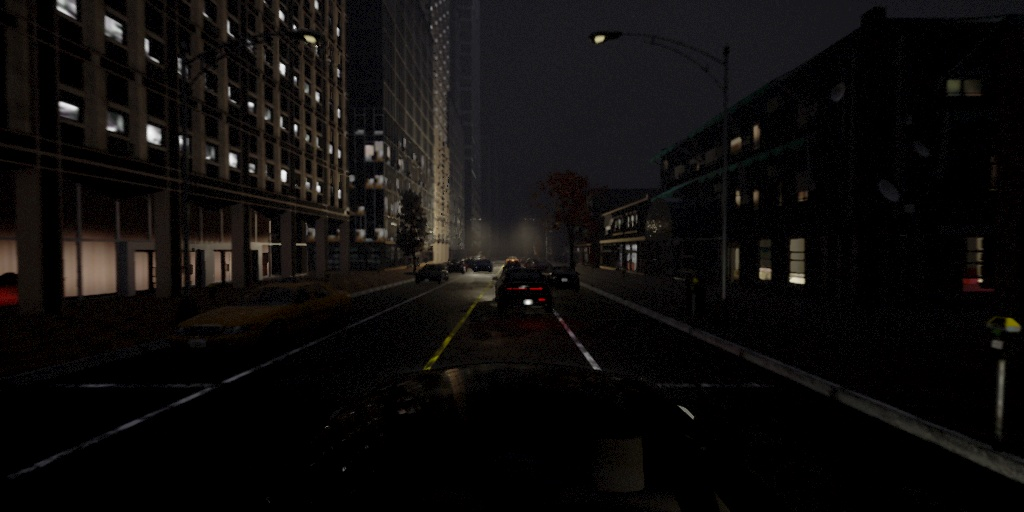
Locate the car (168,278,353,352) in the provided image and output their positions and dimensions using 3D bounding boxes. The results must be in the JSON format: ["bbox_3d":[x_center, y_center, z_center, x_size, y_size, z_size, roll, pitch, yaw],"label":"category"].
[{"bbox_3d":[-5.660,1.247,8.876,1.751,1.417,4.829,0,0,0],"label":"car"}]

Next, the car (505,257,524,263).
[{"bbox_3d":[0.088,1.158,41.568,1.994,1.385,4.181,0,0,0],"label":"car"}]

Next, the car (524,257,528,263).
[{"bbox_3d":[2.678,1.114,43.027,1.751,1.417,4.829,0,0,0],"label":"car"}]

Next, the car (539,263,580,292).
[{"bbox_3d":[2.685,1.243,20.282,1.948,1.339,4.313,0,0,0],"label":"car"}]

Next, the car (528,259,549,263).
[{"bbox_3d":[2.681,1.178,31.570,1.888,1.381,4.507,0,0,0],"label":"car"}]

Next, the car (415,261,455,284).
[{"bbox_3d":[-5.665,1.221,25.978,1.948,1.339,4.313,0,0,0],"label":"car"}]

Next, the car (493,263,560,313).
[{"bbox_3d":[0.340,1.208,13.826,1.837,1.490,4.892,0,0,-4],"label":"car"}]

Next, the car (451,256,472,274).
[{"bbox_3d":[-5.668,1.051,37.266,1.967,1.591,4.097,0,0,0],"label":"car"}]

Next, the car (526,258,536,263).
[{"bbox_3d":[2.680,1.193,37.213,1.802,1.307,4.207,0,0,0],"label":"car"}]

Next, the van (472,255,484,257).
[{"bbox_3d":[-5.676,0.887,54.198,1.690,1.789,3.998,0,0,0],"label":"van"}]

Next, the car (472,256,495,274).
[{"bbox_3d":[-3.093,1.081,39.253,1.882,1.535,5.008,0,0,0],"label":"car"}]
